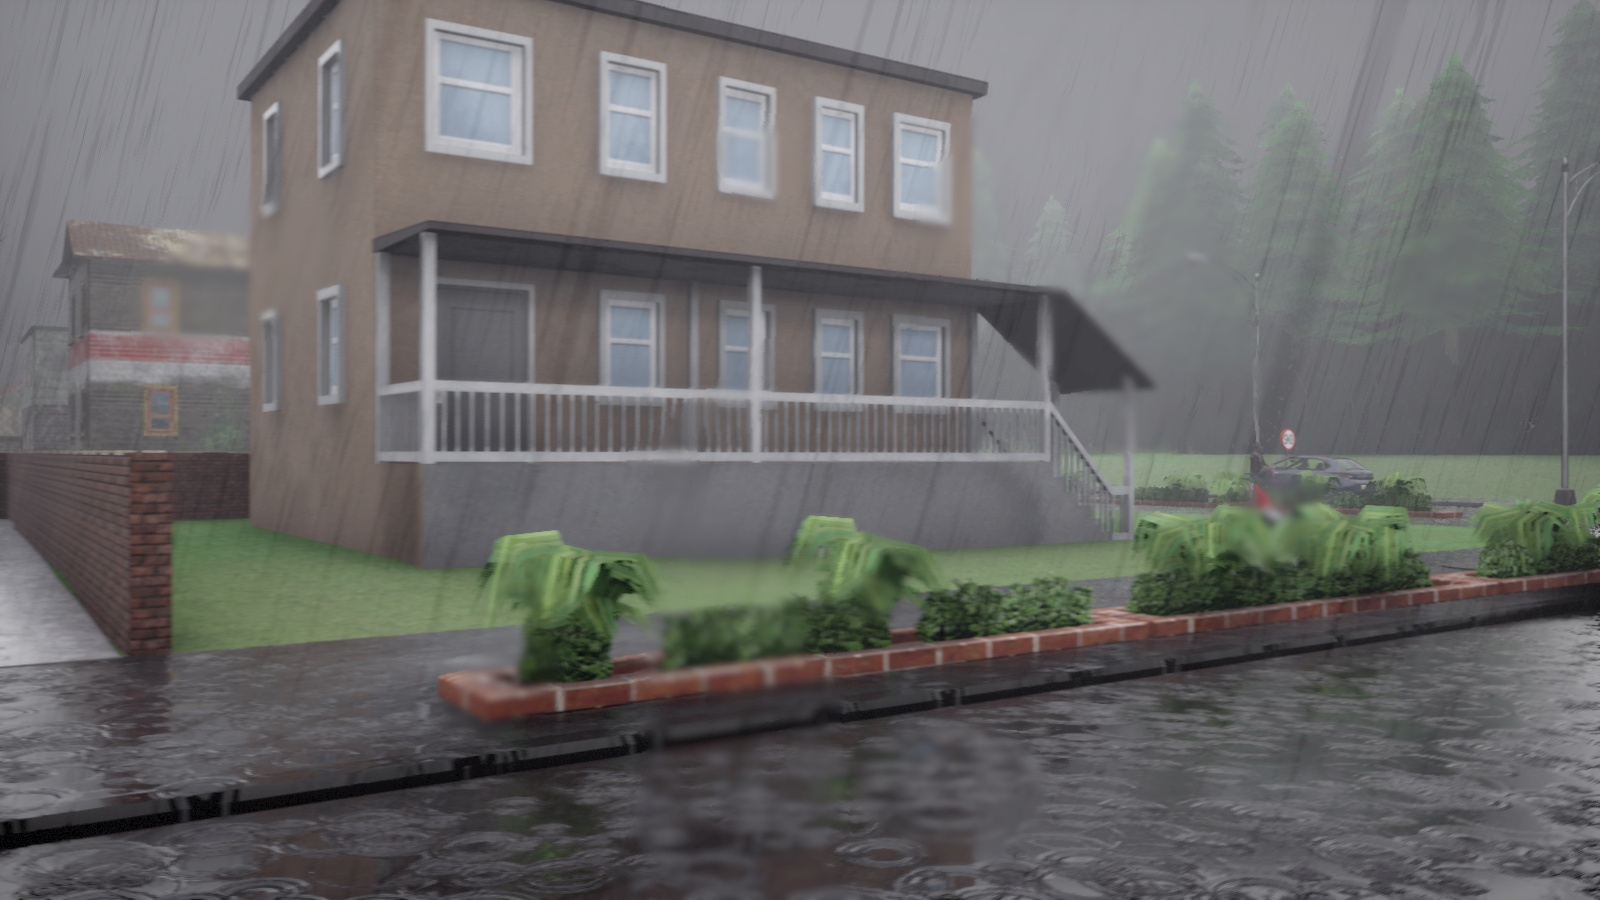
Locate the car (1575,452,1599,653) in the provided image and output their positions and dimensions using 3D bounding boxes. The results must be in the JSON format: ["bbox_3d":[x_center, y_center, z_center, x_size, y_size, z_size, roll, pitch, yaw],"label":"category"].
[{"bbox_3d":[8.366,0.757,10.081,4.892,1.490,1.837,0,0,-35],"label":"car"}]

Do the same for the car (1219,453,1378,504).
[{"bbox_3d":[15.054,0.820,38.118,1.816,1.474,4.193,0,0,-35],"label":"car"}]

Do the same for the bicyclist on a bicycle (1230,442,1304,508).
[{"bbox_3d":[12.769,0.673,34.393,0.659,1.776,1.843,0,0,-35],"label":"bicyclist on a bicycle"}]
